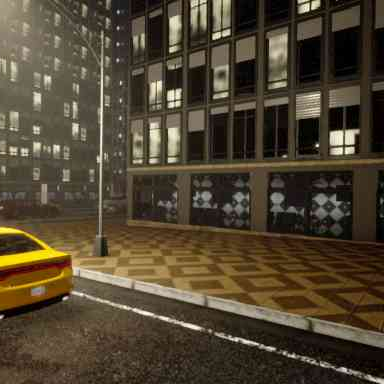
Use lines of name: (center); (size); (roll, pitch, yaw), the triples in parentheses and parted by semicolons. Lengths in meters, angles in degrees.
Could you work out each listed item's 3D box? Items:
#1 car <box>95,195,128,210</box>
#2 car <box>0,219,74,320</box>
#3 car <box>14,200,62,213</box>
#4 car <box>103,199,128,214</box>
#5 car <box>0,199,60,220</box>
car: (-10.345, 1.454, 44.901); (2.150, 2.045, 5.566); (1, 1, 36)
car: (-4.551, 1.474, 6.898); (5.008, 1.535, 1.882); (0, 0, 35)
car: (-17.924, 1.643, 38.972); (1.752, 1.417, 4.829); (1, 0, 36)
car: (-7.629, 1.830, 38.839); (1.752, 1.417, 4.829); (1, 0, 36)
car: (-14.399, 1.519, 29.607); (2.192, 1.841, 5.009); (1, 0, 36)
